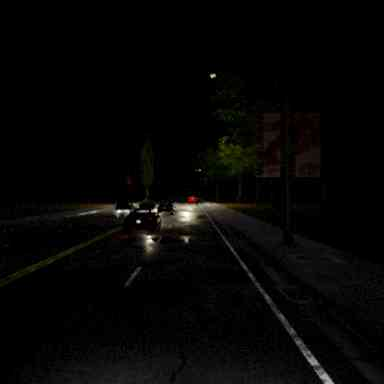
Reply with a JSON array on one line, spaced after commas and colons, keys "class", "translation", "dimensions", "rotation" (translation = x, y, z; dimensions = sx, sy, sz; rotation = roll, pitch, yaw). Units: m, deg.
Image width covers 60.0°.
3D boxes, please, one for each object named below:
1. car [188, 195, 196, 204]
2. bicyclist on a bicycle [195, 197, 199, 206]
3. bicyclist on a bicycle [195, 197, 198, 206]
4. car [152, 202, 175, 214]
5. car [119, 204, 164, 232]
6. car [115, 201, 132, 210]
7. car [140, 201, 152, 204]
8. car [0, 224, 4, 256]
[{"class": "car", "translation": [0.087, 1.884, 83.045], "dimensions": [2.150, 2.045, 5.566], "rotation": [0, 0, 0]}, {"class": "bicyclist on a bicycle", "translation": [0.953, 1.924, 61.252], "dimensions": [0.866, 1.612, 1.509], "rotation": [0, 0, 0]}, {"class": "bicyclist on a bicycle", "translation": [0.966, 1.931, 69.948], "dimensions": [0.659, 1.776, 1.843], "rotation": [0, 0, 0]}, {"class": "car", "translation": [-3.108, 1.856, 39.711], "dimensions": [2.033, 1.411, 5.357], "rotation": [0, 0, 0]}, {"class": "car", "translation": [-3.129, 1.728, 21.480], "dimensions": [1.994, 1.385, 4.181], "rotation": [0, 0, 0]}, {"class": "car", "translation": [-9.776, 1.946, 48.522], "dimensions": [1.994, 1.385, 4.181], "rotation": [0, -1, 0]}, {"class": "car", "translation": [-6.529, 1.943, 48.124], "dimensions": [1.994, 1.385, 4.181], "rotation": [0, -1, 0]}, {"class": "car", "translation": [-6.593, 1.280, 7.509], "dimensions": [2.150, 2.045, 5.566], "rotation": [0, 0, 0]}]
